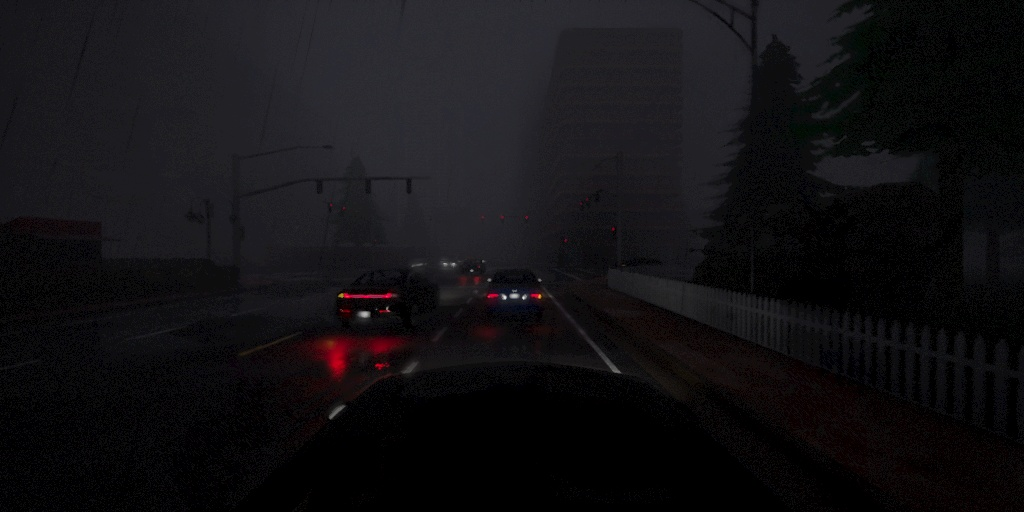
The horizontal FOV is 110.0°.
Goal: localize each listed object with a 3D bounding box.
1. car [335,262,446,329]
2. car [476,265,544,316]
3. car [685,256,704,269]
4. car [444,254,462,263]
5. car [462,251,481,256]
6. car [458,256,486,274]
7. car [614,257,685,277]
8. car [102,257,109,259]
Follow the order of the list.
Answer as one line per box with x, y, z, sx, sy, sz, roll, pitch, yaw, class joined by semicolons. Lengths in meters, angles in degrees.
-3.426;1.118;10.760;2.128;1.511;4.902;0;1;0;car
0.085;1.149;12.625;2.033;1.411;5.357;0;1;0;car
20.969;0.702;41.627;5.357;1.411;2.033;0;1;-27;car
-10.510;0.529;62.220;1.895;1.301;4.718;0;1;1;car
-7.013;0.405;62.318;1.882;1.535;5.008;0;1;1;car
-3.393;0.918;32.554;1.895;1.301;4.718;0;1;0;car
10.285;0.849;27.515;4.892;1.490;1.837;0;0;-10;car
-35.012;0.811;30.095;4.892;1.490;1.837;0;1;0;car
